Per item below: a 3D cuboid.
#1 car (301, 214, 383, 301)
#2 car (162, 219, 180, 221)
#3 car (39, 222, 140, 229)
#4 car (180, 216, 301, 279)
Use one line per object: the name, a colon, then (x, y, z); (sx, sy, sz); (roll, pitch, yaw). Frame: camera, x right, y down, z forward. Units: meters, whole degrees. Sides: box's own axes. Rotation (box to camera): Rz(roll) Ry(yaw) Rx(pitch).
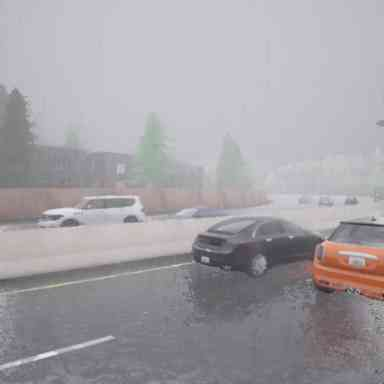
car: (4.786, 1.331, 7.664); (4.553, 1.767, 2.097); (0, 0, -39)
car: (0.171, 1.506, 17.774); (4.674, 1.442, 1.812); (0, 0, -42)
car: (-5.142, 1.216, 17.826); (5.566, 2.045, 2.150); (0, 0, -39)
car: (2.227, 1.488, 10.078); (4.892, 1.490, 1.837); (0, 0, -39)
